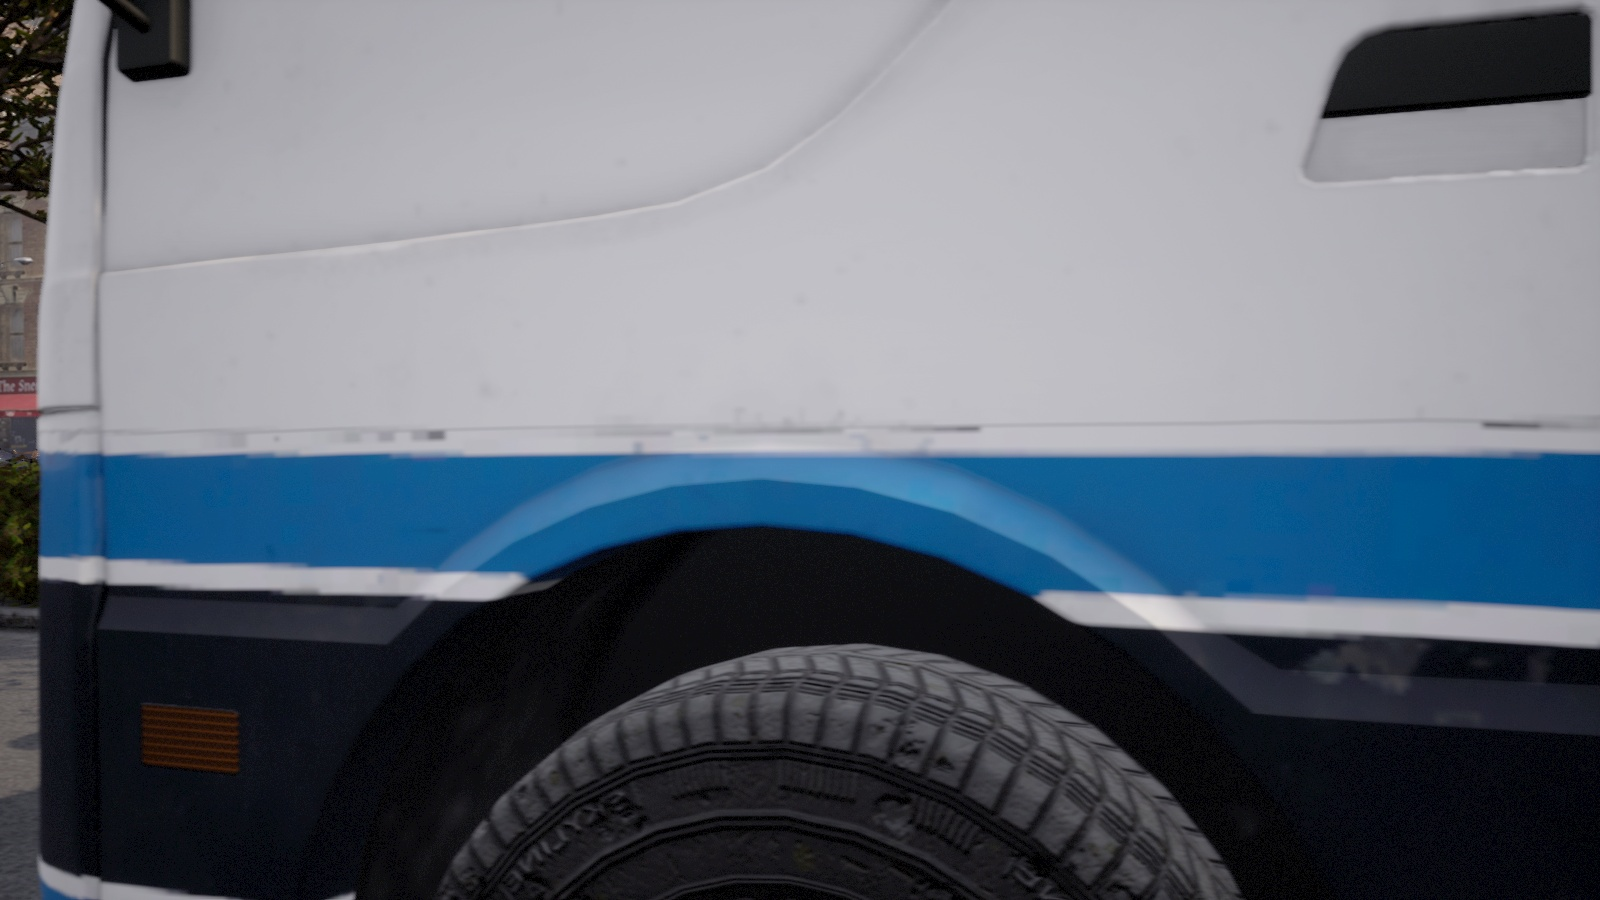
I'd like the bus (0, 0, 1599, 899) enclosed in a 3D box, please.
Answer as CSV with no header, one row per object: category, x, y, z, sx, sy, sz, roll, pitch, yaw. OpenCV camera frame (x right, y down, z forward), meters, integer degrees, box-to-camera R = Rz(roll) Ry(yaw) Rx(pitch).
bus,3.288,-0.579,2.053,10.273,4.253,3.944,0,1,18

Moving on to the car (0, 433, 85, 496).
car,-20.124,0.340,30.195,2.128,1.511,4.902,0,1,19
